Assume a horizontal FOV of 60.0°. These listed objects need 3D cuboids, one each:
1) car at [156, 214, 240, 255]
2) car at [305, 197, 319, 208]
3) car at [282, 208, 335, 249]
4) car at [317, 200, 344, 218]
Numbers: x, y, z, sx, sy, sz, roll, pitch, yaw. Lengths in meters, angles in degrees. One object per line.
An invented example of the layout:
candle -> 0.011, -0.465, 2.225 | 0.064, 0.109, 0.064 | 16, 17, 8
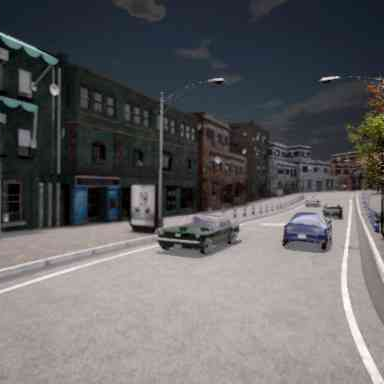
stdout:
car -> 0.425, 1.607, 13.622 | 1.895, 1.301, 4.718 | 2, 0, 25
car -> 18.903, 1.590, 51.959 | 1.812, 1.442, 4.674 | 2, 3, 26
car -> 5.471, 1.675, 15.599 | 1.812, 1.442, 4.674 | 2, 0, 26
car -> 15.025, 1.922, 35.512 | 2.128, 1.511, 4.902 | 2, 1, 26
